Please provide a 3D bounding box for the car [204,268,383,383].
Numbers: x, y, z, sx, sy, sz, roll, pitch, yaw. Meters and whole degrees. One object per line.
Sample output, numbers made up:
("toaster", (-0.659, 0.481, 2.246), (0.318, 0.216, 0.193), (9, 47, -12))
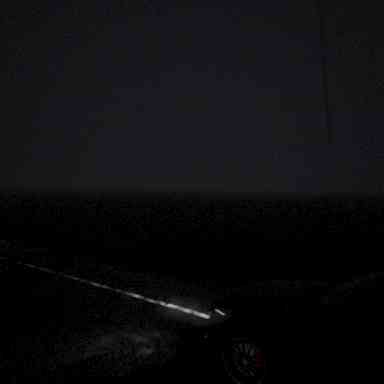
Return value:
("car", (2.346, 1.529, 3.466), (4.674, 1.442, 1.812), (2, 1, 35))
